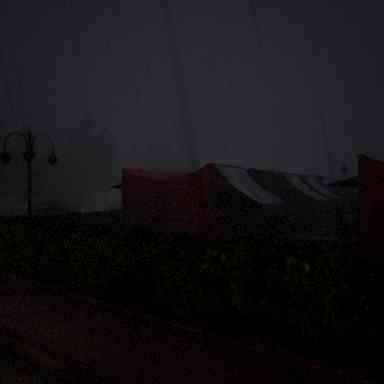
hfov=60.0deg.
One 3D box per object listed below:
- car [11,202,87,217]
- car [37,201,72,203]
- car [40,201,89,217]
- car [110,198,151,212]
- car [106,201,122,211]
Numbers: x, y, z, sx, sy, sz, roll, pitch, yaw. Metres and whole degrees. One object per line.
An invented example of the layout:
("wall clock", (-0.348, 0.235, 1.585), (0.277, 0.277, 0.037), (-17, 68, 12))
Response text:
("car", (-8.772, 1.580, 20.571), (1.812, 1.442, 4.674), (0, 0, 36))
("car", (-12.427, 1.559, 27.798), (1.837, 1.490, 4.892), (0, 0, 36))
("car", (-12.710, 1.618, 33.366), (1.994, 1.385, 4.181), (0, 0, 36))
("car", (-7.433, 1.532, 40.645), (1.882, 1.535, 5.008), (0, 0, 36))
("car", (-6.852, 1.532, 35.487), (1.882, 1.535, 5.008), (0, 0, 36))
